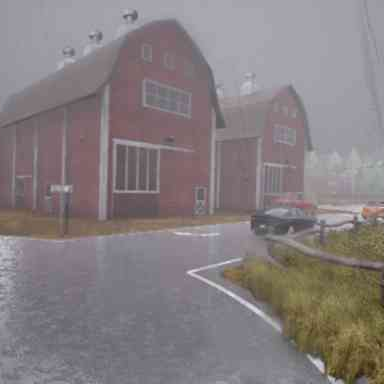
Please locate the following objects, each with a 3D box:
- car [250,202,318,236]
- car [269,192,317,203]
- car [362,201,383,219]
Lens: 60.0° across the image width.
[{"bbox_3d":[5.018,1.525,17.626,1.882,1.535,5.008,2,0,42],"label":"car"},{"bbox_3d":[8.070,0.966,26.375,2.150,2.045,5.566,2,0,41],"label":"car"},{"bbox_3d":[17.907,1.672,31.160,4.553,1.767,2.097,1,1,-39],"label":"car"}]
